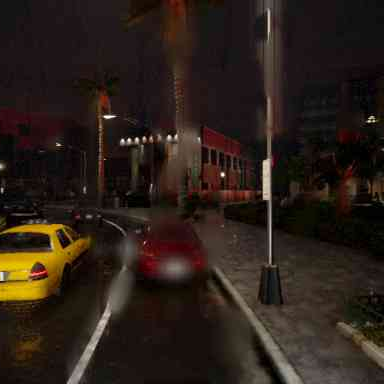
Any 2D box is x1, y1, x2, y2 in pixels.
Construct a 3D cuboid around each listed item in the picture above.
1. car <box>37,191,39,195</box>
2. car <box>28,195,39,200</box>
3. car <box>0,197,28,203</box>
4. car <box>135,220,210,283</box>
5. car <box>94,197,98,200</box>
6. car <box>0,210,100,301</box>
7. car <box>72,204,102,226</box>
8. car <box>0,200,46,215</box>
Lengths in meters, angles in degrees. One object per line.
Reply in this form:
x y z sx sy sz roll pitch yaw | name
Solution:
-33.931 1.226 68.961 4.553 1.767 2.185 0 0 24 | car
-19.445 1.476 39.473 4.902 1.511 2.128 0 0 42 | car
-19.300 1.532 34.584 2.033 1.411 5.357 0 0 -43 | car
-0.665 1.525 9.662 1.812 1.442 4.674 0 0 -7 | car
-26.644 1.554 85.529 4.718 1.301 1.895 0 0 24 | car
-3.749 1.453 8.347 1.801 1.575 5.366 0 0 -7 | car
-7.270 1.542 22.569 2.033 1.411 5.357 0 0 -22 | car
-10.412 1.482 21.003 2.128 1.511 4.902 0 0 -23 | car
